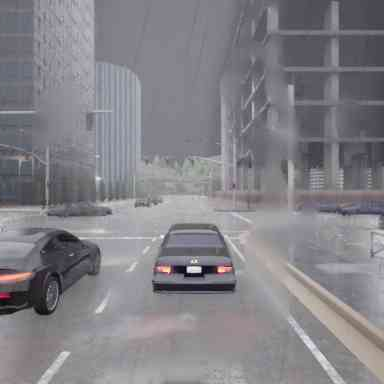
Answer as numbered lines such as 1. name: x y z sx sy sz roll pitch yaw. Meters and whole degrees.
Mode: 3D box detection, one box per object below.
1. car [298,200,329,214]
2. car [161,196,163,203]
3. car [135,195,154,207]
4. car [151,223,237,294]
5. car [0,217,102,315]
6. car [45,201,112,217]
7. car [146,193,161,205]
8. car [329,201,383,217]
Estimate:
1. car: 12.969 1.508 33.733 4.181 1.385 1.994 0 0 0
2. car: -7.161 1.352 68.336 2.097 1.767 4.553 0 0 0
3. car: -7.206 1.564 49.195 1.994 1.385 4.181 0 0 0
4. car: 0.051 1.547 8.937 2.033 1.411 5.357 0 0 0
5. car: -3.456 1.526 7.419 1.812 1.442 4.674 0 0 0
6. car: -9.667 1.517 28.549 5.357 1.411 2.033 0 0 -31
7. car: -7.207 1.221 58.513 2.150 2.045 5.566 0 0 0
8. car: 15.837 1.492 30.250 5.357 1.411 2.033 0 0 0
